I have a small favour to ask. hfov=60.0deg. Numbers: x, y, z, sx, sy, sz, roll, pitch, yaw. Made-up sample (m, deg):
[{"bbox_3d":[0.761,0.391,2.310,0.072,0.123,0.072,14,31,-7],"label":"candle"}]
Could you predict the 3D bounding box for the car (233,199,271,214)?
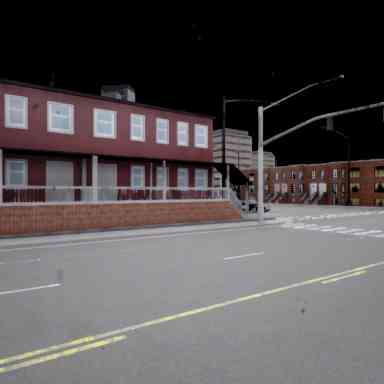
[{"bbox_3d":[6.363,1.505,36.178,1.837,1.490,4.892,0,0,-36],"label":"car"}]
